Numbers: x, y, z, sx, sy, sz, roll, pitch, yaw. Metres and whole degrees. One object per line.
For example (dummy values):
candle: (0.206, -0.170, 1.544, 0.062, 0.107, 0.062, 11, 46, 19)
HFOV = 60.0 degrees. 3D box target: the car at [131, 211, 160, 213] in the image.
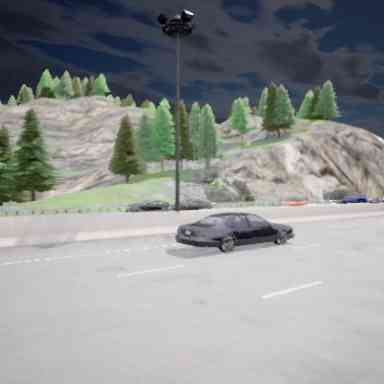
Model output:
car: (-4.482, 1.504, 35.168, 4.902, 1.511, 2.128, 0, 0, -35)

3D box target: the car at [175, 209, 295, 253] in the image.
car: (1.903, 1.551, 13.724, 5.357, 1.411, 2.033, 0, 0, -35)

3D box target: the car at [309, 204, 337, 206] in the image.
car: (13.444, 1.531, 35.046, 4.674, 1.442, 1.812, 0, 0, -35)
